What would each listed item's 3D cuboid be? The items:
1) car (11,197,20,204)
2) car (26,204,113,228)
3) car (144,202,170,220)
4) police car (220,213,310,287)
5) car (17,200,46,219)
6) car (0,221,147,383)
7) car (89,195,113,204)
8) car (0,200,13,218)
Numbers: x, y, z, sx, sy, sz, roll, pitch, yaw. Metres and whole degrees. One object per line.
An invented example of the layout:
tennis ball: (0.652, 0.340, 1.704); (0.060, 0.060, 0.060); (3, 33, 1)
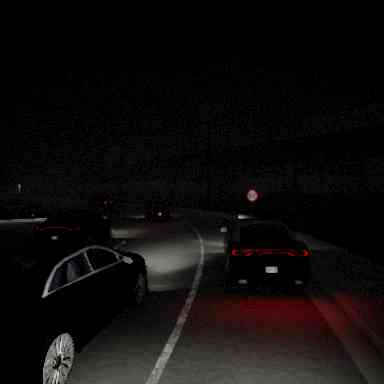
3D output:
car: (-35.946, 1.826, 67.672); (2.033, 1.411, 5.357); (-1, 0, -32)
car: (-4.909, 1.507, 14.460); (1.882, 1.535, 5.008); (0, 0, 1)
car: (-3.030, 1.566, 28.471); (1.812, 1.442, 4.674); (0, 0, -12)
police car: (1.866, 1.421, 9.525); (1.930, 1.638, 5.238); (0, 0, 4)
car: (-15.076, 1.723, 32.057); (2.033, 1.411, 5.357); (-1, 0, -20)
car: (-2.139, 1.497, 5.217); (2.128, 1.511, 4.902); (0, 0, 9)
car: (-11.343, 1.363, 41.253); (2.150, 2.045, 5.566); (0, 0, -27)
car: (-18.094, 1.751, 30.172); (2.033, 1.411, 5.357); (-1, 0, -19)
